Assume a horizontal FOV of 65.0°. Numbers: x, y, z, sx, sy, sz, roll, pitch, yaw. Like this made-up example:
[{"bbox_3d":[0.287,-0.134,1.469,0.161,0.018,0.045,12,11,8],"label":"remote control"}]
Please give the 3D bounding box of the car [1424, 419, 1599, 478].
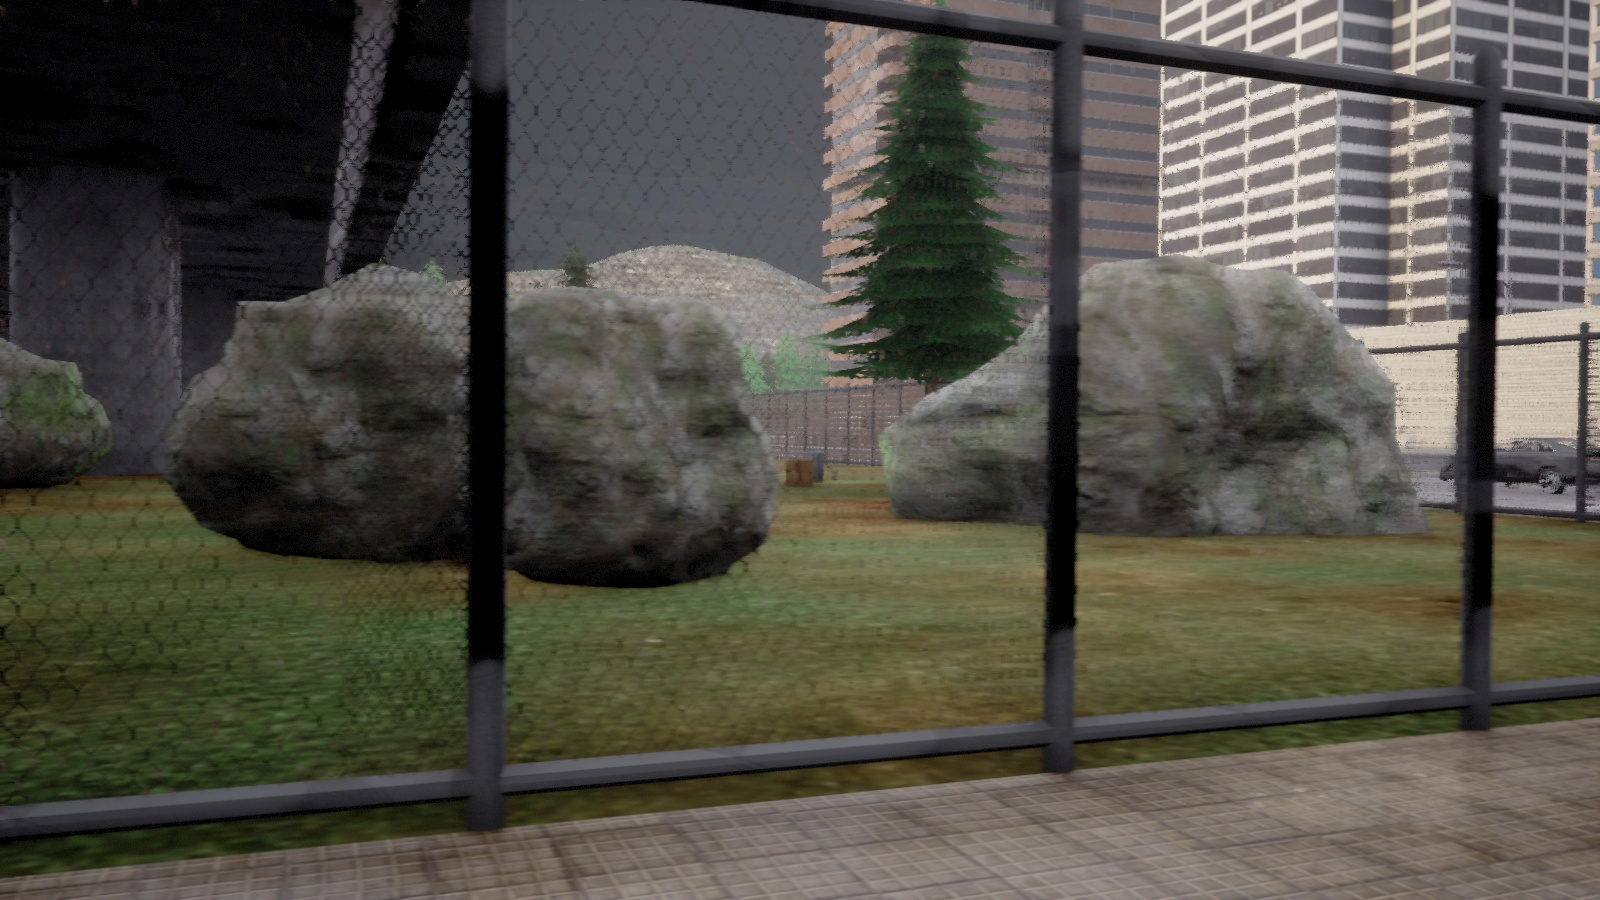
[{"bbox_3d":[19.962,-0.078,34.485,2.128,1.511,4.902,-1,1,-21],"label":"car"}]
